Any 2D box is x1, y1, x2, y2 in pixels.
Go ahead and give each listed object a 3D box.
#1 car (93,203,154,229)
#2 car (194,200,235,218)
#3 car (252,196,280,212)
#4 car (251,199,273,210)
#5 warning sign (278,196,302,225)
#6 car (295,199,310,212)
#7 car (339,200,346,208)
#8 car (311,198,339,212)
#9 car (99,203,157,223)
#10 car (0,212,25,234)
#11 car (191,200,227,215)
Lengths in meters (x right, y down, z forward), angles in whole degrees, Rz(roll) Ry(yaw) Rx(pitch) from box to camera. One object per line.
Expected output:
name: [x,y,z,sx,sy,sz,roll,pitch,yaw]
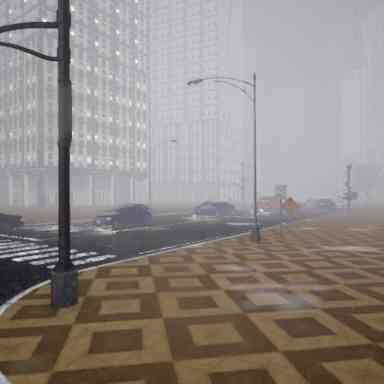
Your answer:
car: [-4.639,1.660,23.016,1.812,1.442,4.674,0,-1,34]
car: [2.614,1.694,33.658,1.882,1.535,5.008,0,0,34]
car: [10.149,1.522,44.835,2.150,2.045,5.566,0,-1,33]
car: [10.937,1.905,51.945,1.812,1.442,4.674,0,0,32]
warning sign: [6.784,1.250,22.979,1.300,1.860,1.060,0,0,34]
car: [13.860,1.896,44.380,1.895,1.301,4.718,0,-1,33]
car: [24.402,1.964,55.237,1.895,1.301,4.718,0,0,30]
car: [17.954,1.647,44.702,2.097,1.767,4.553,0,-1,32]
car: [-5.237,1.678,27.908,1.837,1.490,4.892,0,-1,34]
car: [-12.175,1.641,18.258,2.033,1.411,5.357,0,-1,38]
car: [2.051,1.759,38.611,1.837,1.490,4.892,0,-1,34]
